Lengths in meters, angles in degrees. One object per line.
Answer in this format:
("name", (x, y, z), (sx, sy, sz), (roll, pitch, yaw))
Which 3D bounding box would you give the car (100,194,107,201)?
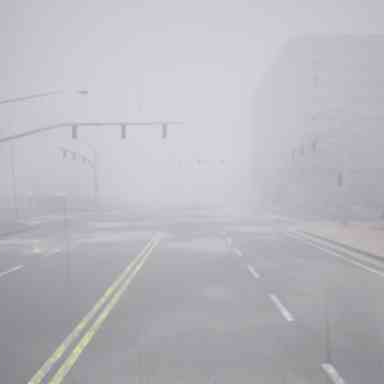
("car", (-23.928, 1.401, 91.183), (1.905, 1.878, 3.866), (0, 0, 0))

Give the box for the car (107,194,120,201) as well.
("car", (-21.034, 1.398, 91.118), (1.932, 1.855, 4.605), (0, 0, 0))

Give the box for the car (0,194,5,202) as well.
("car", (-43.596, 1.350, 73.698), (1.932, 1.855, 4.605), (0, 0, 0))

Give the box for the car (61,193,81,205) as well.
("car", (-26.698, 1.593, 73.725), (1.970, 1.475, 3.806), (0, 0, 0))

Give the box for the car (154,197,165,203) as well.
("car", (-6.988, 1.746, 71.868), (1.994, 1.385, 4.181), (0, 0, 0))

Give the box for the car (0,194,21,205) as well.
("car", (-32.522, 1.552, 58.645), (1.970, 1.475, 3.806), (0, 0, 0))
